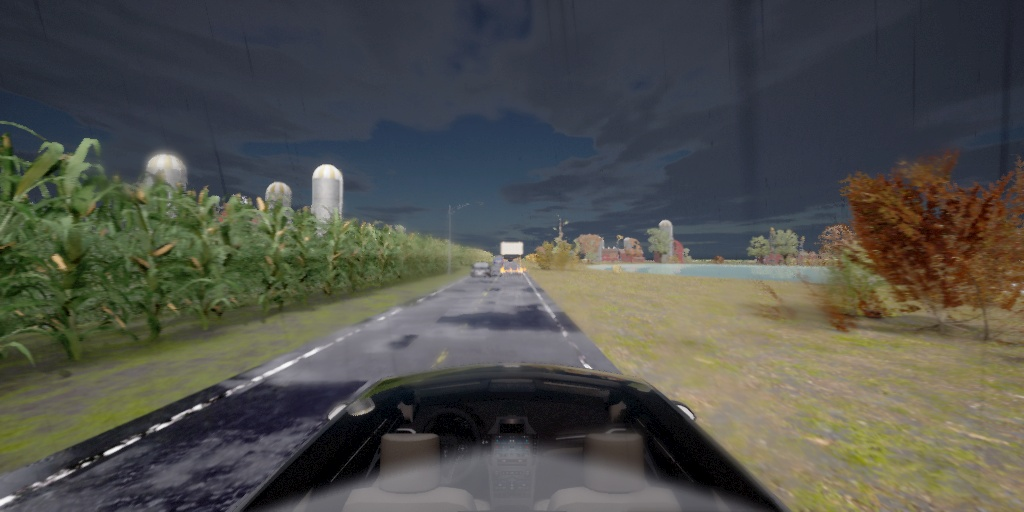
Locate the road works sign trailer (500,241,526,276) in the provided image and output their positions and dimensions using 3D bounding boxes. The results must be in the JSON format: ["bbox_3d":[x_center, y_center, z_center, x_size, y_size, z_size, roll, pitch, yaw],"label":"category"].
[{"bbox_3d":[-0.012,0.245,37.434,2.380,3.560,2.880,0,0,0],"label":"road works sign trailer"}]

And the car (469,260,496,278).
[{"bbox_3d":[-2.851,1.300,34.325,1.812,1.442,4.674,0,0,0],"label":"car"}]
